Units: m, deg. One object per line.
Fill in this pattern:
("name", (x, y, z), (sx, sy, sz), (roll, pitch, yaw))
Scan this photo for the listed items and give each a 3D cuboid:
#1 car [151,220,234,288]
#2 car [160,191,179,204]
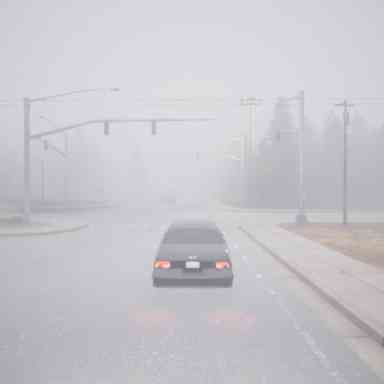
("car", (0.036, 1.471, 9.120), (2.033, 1.411, 5.357), (0, 1, 1))
("car", (-3.665, 0.811, 51.048), (2.150, 2.045, 5.566), (0, 1, 0))
